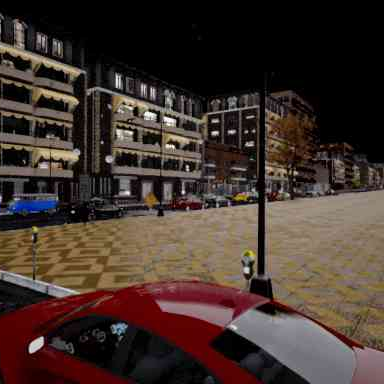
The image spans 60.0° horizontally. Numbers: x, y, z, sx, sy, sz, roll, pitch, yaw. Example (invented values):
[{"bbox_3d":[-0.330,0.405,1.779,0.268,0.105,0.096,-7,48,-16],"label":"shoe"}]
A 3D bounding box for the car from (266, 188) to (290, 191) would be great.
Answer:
[{"bbox_3d":[15.732,0.420,60.605,2.097,1.767,4.553,1,1,34],"label":"car"}]

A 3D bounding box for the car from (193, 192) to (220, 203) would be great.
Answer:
[{"bbox_3d":[2.298,0.808,51.389,2.008,1.369,4.403,2,2,35],"label":"car"}]

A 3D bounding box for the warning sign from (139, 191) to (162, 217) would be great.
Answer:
[{"bbox_3d":[-3.079,0.851,24.818,1.300,1.860,1.060,-1,0,35],"label":"warning sign"}]

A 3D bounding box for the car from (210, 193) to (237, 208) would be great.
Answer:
[{"bbox_3d":[2.830,1.050,37.460,2.008,1.369,4.403,2,2,35],"label":"car"}]

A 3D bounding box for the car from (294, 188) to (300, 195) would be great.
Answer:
[{"bbox_3d":[24.530,-0.030,83.405,2.192,1.841,5.009,2,2,35],"label":"car"}]

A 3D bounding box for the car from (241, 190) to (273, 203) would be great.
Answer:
[{"bbox_3d":[9.182,0.876,46.610,2.008,1.369,4.403,2,2,35],"label":"car"}]

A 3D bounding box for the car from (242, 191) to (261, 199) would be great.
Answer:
[{"bbox_3d":[11.728,0.525,64.972,1.752,1.417,4.829,2,2,35],"label":"car"}]

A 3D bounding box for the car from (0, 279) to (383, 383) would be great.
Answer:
[{"bbox_3d":[-0.318,1.544,3.094,4.507,1.381,1.887,0,0,36],"label":"car"}]

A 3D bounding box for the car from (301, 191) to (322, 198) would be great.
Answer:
[{"bbox_3d":[25.061,0.446,69.484,2.008,1.369,4.403,2,2,35],"label":"car"}]

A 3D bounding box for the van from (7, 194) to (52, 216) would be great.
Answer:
[{"bbox_3d":[-13.578,1.035,28.510,1.690,1.788,3.998,2,2,35],"label":"van"}]

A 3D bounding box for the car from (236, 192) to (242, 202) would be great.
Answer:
[{"bbox_3d":[8.363,0.746,50.007,1.882,1.535,5.008,1,1,35],"label":"car"}]

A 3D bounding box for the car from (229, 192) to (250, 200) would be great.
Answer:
[{"bbox_3d":[8.649,0.650,60.539,1.947,1.339,4.313,2,2,35],"label":"car"}]

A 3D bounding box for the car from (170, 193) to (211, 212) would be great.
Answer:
[{"bbox_3d":[-0.346,1.132,32.885,1.887,1.381,4.507,2,2,35],"label":"car"}]

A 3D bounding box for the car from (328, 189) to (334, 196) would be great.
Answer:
[{"bbox_3d":[34.588,0.079,83.205,1.967,1.590,4.097,2,2,35],"label":"car"}]

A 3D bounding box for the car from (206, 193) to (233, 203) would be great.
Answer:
[{"bbox_3d":[4.122,0.888,49.421,1.895,1.301,4.718,1,1,35],"label":"car"}]

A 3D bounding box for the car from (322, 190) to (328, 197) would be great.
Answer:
[{"bbox_3d":[28.236,0.360,74.058,2.008,1.369,4.403,2,2,35],"label":"car"}]

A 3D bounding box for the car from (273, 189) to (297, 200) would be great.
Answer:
[{"bbox_3d":[15.631,0.675,55.899,1.752,1.417,4.829,2,2,35],"label":"car"}]

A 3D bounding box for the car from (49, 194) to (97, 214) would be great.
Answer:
[{"bbox_3d":[-9.664,1.143,29.635,1.882,1.535,5.008,1,1,35],"label":"car"}]

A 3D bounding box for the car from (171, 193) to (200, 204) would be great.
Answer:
[{"bbox_3d":[-0.878,0.910,46.814,1.947,1.339,4.313,2,2,35],"label":"car"}]

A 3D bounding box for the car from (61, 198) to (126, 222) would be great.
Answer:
[{"bbox_3d":[-6.696,1.329,23.737,1.947,1.339,4.313,2,2,35],"label":"car"}]
